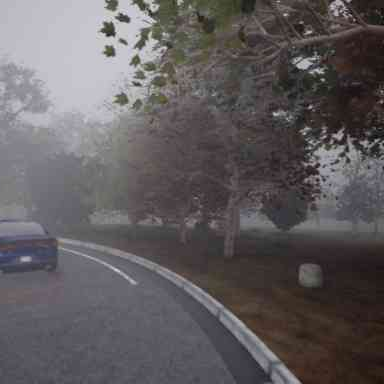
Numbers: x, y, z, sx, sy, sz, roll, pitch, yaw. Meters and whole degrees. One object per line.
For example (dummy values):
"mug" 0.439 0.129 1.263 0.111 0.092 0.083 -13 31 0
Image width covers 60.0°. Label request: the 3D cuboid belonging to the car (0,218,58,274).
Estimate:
"car" -5.711 1.564 10.506 1.882 1.535 5.008 1 -1 -36
